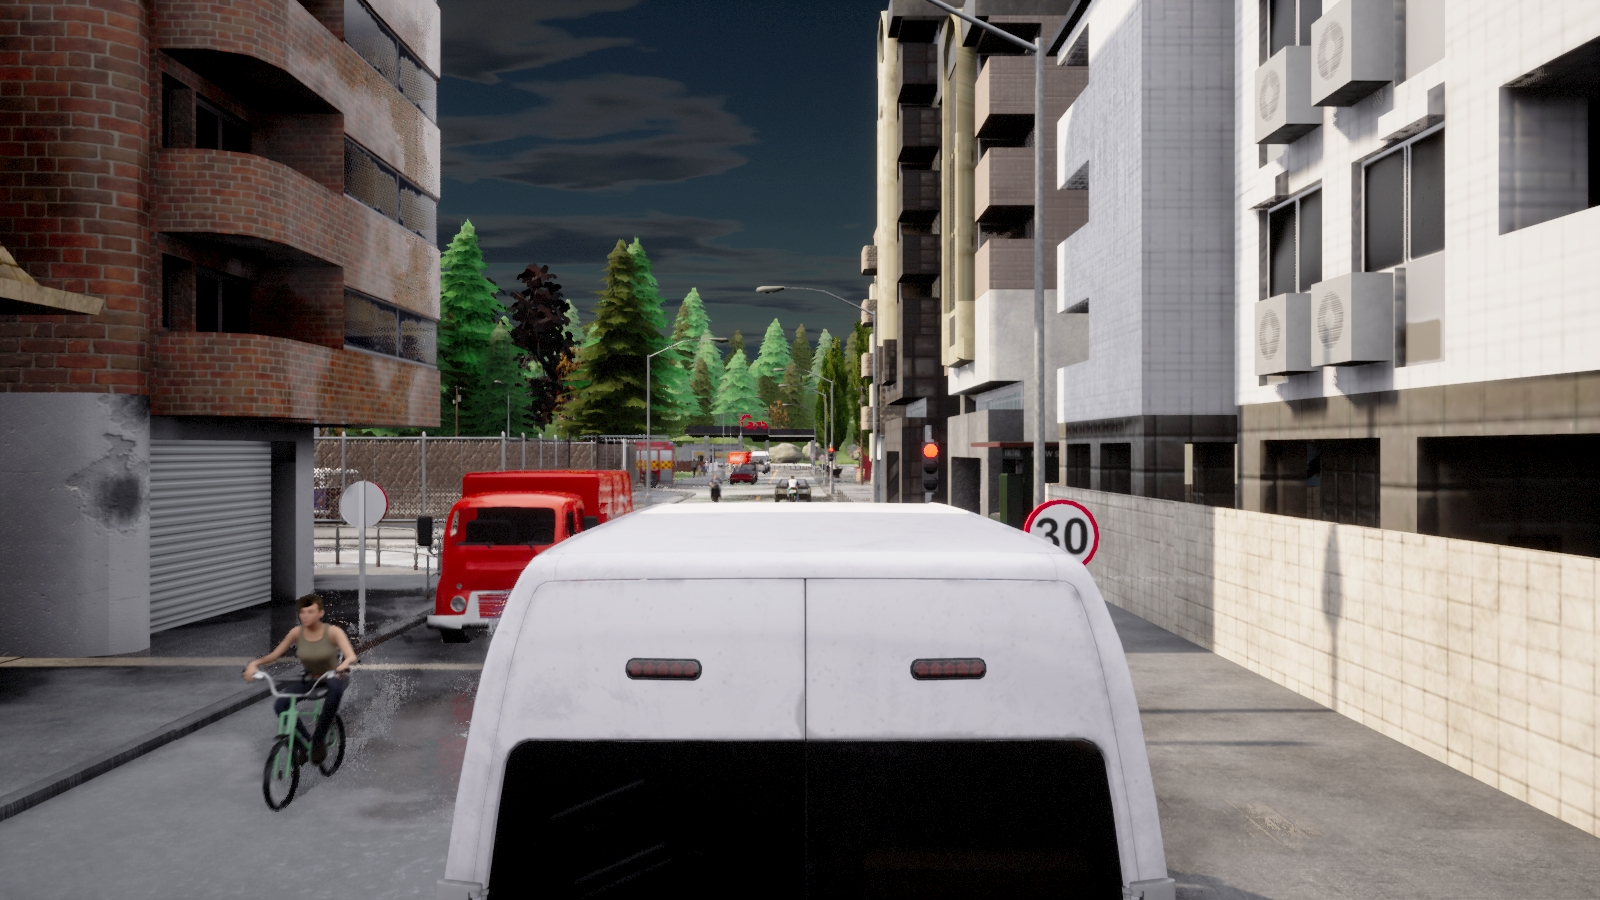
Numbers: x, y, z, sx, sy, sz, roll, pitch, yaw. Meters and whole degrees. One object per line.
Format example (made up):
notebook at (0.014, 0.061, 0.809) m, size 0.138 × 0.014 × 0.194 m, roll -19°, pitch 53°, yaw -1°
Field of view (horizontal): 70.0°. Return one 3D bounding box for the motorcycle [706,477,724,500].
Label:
motorcycle at (-4.381, 1.970, 59.054) m, size 0.803 × 1.145 × 2.033 m, roll 0°, pitch 0°, yaw 0°

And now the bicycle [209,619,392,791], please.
bicycle at (-4.038, 2.032, 9.366) m, size 0.859 × 1.080 × 1.487 m, roll 0°, pitch 0°, yaw -1°

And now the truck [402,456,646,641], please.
truck at (-4.075, 1.341, 18.033) m, size 2.627 × 2.467 × 5.204 m, roll 0°, pitch 0°, yaw 0°

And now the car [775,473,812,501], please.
car at (-0.339, 1.912, 60.159) m, size 1.895 × 1.301 × 4.718 m, roll 0°, pitch 0°, yaw 0°

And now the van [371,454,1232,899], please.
van at (-0.009, 1.312, 5.597) m, size 1.988 × 2.561 × 5.915 m, roll 0°, pitch 0°, yaw 0°
